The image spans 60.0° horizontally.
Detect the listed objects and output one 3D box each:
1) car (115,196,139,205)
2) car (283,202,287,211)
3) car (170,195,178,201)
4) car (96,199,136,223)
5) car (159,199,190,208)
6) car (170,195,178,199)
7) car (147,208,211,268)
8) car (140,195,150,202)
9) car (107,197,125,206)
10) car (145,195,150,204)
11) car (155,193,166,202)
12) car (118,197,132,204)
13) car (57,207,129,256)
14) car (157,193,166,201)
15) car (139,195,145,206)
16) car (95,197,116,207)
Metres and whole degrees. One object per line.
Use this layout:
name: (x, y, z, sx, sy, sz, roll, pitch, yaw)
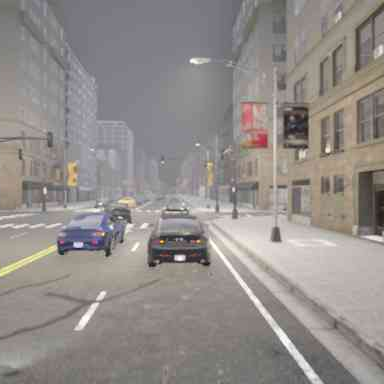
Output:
car: (-9.117, 1.510, 47.052, 1.882, 1.535, 5.008, 0, 0, -3)
car: (11.988, 1.272, 33.203, 5.566, 2.045, 2.150, 0, 0, -3)
car: (-4.747, 1.510, 87.711, 1.882, 1.535, 5.008, 0, 0, -3)
car: (-5.839, 1.520, 25.029, 1.837, 1.490, 4.892, 1, 0, -21)
car: (-1.149, 1.502, 23.425, 2.128, 1.511, 4.902, 0, 0, -3)
car: (-4.201, 1.626, 77.733, 1.895, 1.301, 4.718, 0, 0, -3)
car: (-0.458, 1.509, 11.322, 1.837, 1.490, 4.892, 0, 0, -3)
car: (-10.624, 1.514, 76.152, 1.837, 1.490, 4.892, 0, 0, -3)
car: (-12.862, 1.587, 56.483, 2.033, 1.411, 5.357, 0, 0, -2)
car: (-10.072, 1.602, 66.084, 1.994, 1.385, 4.181, 0, 0, -3)
car: (-7.430, 1.535, 77.259, 1.837, 1.490, 4.892, 0, 0, -3)
car: (-13.349, 1.643, 66.499, 1.895, 1.301, 4.718, 0, 0, -3)
car: (-3.807, 1.534, 13.052, 1.812, 1.442, 4.674, 0, 0, -3)
car: (-7.995, 1.261, 87.563, 2.150, 2.045, 5.566, 0, 0, -3)
car: (-9.593, 1.388, 56.303, 2.097, 1.767, 4.553, 0, 0, -4)
car: (-12.407, 1.528, 46.747, 2.128, 1.511, 4.902, 0, 0, -6)
